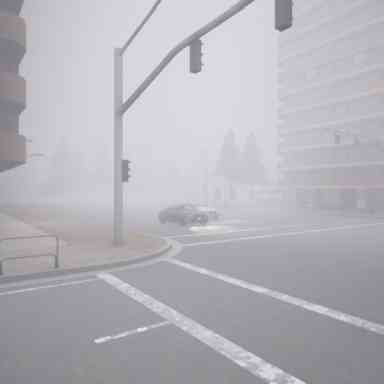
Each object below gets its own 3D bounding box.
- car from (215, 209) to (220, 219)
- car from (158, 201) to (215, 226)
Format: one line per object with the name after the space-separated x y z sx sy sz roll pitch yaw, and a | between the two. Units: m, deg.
0.380 1.522 28.036 1.812 1.442 4.674 0 0 -35 | car
-0.665 1.561 23.434 1.994 1.385 4.181 0 0 -35 | car
